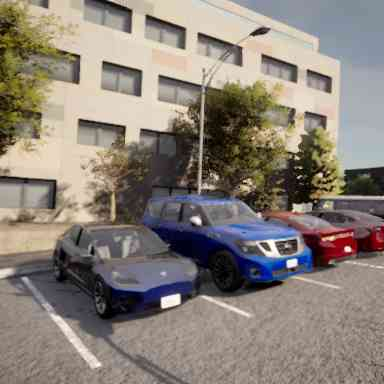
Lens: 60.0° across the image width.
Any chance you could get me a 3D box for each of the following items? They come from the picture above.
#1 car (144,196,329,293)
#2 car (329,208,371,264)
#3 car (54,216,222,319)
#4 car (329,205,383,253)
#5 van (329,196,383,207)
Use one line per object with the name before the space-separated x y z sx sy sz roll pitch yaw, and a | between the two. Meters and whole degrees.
car | 0.515 1.161 9.301 2.435 2.045 5.566 -1 0 -36
car | 2.727 1.384 10.914 2.097 1.535 5.008 -1 1 -36
car | -1.756 1.475 7.680 2.163 1.488 4.792 -1 0 -36
car | 5.015 1.401 12.584 2.163 1.488 4.792 0 0 -36
van | 7.233 1.155 14.274 1.878 1.987 4.442 0 0 -36
